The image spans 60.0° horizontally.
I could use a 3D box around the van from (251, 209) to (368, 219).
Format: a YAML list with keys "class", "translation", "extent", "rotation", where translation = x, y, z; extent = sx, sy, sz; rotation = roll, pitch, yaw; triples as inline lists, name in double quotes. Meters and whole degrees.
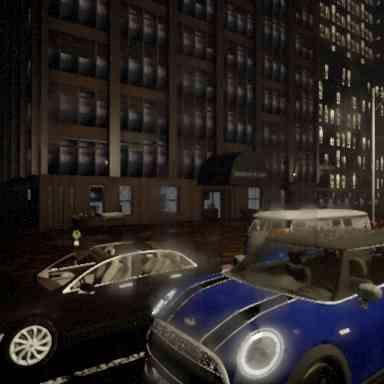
- class: "van"
  translation: [3.110, 1.367, 8.768]
  extent: [3.998, 1.788, 1.690]
  rotation: [0, 0, -35]

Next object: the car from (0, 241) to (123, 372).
- class: "car"
  translation: [-1.391, 1.557, 5.568]
  extent: [4.403, 1.369, 2.008]
  rotation: [0, 0, -35]

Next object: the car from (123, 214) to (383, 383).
- class: "car"
  translation: [1.647, 1.365, 4.545]
  extent: [4.553, 1.767, 2.097]
  rotation: [0, 0, -35]
